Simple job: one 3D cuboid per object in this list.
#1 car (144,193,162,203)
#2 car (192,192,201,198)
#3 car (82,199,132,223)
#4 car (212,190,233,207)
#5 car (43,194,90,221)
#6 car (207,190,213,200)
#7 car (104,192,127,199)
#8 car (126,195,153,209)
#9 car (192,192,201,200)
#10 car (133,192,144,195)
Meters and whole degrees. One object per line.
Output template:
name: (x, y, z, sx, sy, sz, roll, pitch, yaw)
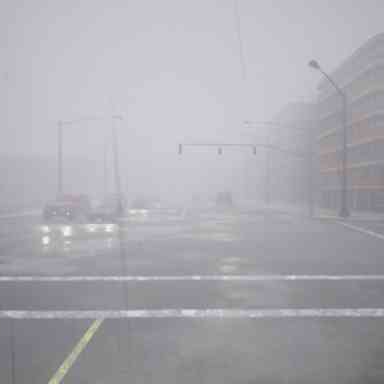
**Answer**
car: (-6.219, 0.923, 55.078, 2.097, 1.767, 4.553, 0, 1, 0)
car: (0.942, 0.675, 76.012, 2.033, 1.411, 5.357, 0, 0, 0)
car: (-6.375, 1.505, 25.640, 2.033, 1.411, 5.357, 0, 0, 1)
car: (4.435, 0.934, 46.985, 2.150, 2.045, 5.566, 0, 1, 0)
car: (-9.931, 1.175, 27.059, 2.150, 2.045, 5.566, 0, 0, 2)
car: (4.459, 0.541, 69.644, 2.150, 2.045, 5.566, 0, 1, 1)
car: (-9.780, 1.002, 42.868, 2.150, 2.045, 5.566, 0, 1, 0)
car: (-6.285, 1.379, 40.451, 1.994, 1.385, 4.181, 0, 1, 0)
car: (0.905, 0.982, 66.035, 1.895, 1.301, 4.718, 0, 1, 0)
car: (-9.669, 0.816, 61.221, 2.097, 1.767, 4.553, 0, 1, 1)
